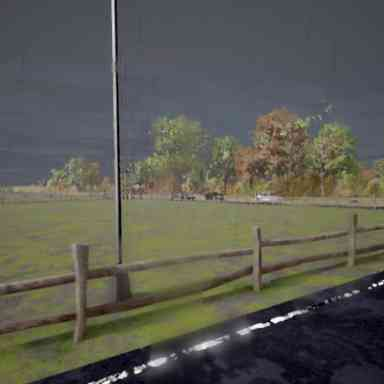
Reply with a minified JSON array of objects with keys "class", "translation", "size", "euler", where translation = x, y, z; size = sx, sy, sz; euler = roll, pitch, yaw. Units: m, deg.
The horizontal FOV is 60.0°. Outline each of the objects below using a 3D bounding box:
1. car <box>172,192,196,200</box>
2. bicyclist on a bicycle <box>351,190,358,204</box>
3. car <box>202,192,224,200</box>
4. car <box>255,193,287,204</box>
[{"class":"car","translation":[-1.253,0.875,61.438],"size":[1.895,1.301,4.718],"euler":[-1,1,-34]},{"class":"bicyclist on a bicycle","translation":[19.837,0.625,40.617],"size":[1.656,1.620,0.582],"euler":[-2,1,-34]},{"class":"car","translation":[3.679,0.702,59.117],"size":[1.882,1.535,5.008],"euler":[-1,1,-34]},{"class":"car","translation":[10.354,0.823,44.020],"size":[1.812,1.442,4.674],"euler":[-1,1,-34]}]
